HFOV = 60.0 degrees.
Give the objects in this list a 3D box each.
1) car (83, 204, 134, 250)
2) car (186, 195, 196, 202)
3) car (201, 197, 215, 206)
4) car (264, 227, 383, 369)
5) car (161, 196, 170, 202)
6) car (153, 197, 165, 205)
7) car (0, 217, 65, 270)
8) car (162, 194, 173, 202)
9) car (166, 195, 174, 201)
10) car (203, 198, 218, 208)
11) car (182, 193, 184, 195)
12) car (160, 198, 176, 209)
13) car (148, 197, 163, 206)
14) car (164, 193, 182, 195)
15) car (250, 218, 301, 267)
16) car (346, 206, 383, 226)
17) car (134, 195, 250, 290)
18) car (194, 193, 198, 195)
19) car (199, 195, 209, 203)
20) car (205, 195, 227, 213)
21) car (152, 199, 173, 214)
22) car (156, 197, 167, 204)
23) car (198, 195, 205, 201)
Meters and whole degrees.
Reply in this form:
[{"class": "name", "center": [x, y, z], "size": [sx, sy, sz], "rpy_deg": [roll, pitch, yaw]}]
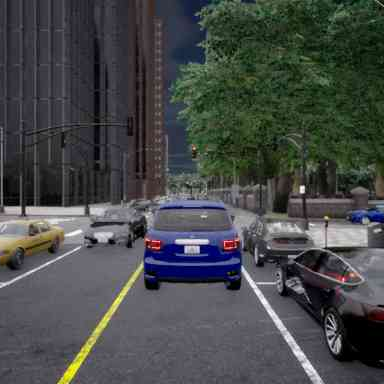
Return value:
[{"class": "car", "center": [-3.165, 1.491, 14.522], "size": [2.128, 1.511, 4.902], "rpy_deg": [0, 0, 2]}, {"class": "car", "center": [-0.217, 1.581, 78.462], "size": [2.128, 1.511, 4.902], "rpy_deg": [0, 0, 0]}, {"class": "car", "center": [2.613, 1.579, 54.261], "size": [2.008, 1.369, 4.403], "rpy_deg": [0, 0, 0]}, {"class": "car", "center": [2.748, 1.566, 5.714], "size": [1.947, 1.339, 4.313], "rpy_deg": [0, 0, 0]}, {"class": "car", "center": [-5.973, 1.635, 76.059], "size": [1.802, 1.307, 4.206], "rpy_deg": [0, 0, 0]}, {"class": "car", "center": [-5.928, 1.616, 59.687], "size": [1.802, 1.307, 4.206], "rpy_deg": [0, 0, 0]}, {"class": "car", "center": [-5.792, 1.525, 11.025], "size": [1.752, 1.417, 4.829], "rpy_deg": [0, 0, 0]}, {"class": "car", "center": [-5.988, 1.374, 81.516], "size": [2.192, 1.841, 5.009], "rpy_deg": [0, 0, 0]}, {"class": "car", "center": [-6.019, 1.620, 92.430], "size": [1.887, 1.381, 4.507], "rpy_deg": [0, 0, 0]}, {"class": "car", "center": [2.628, 1.588, 48.805], "size": [1.947, 1.339, 4.313], "rpy_deg": [0, 0, 0]}, {"class": "car", "center": [-3.214, 1.533, 66.203], "size": [2.128, 1.511, 4.902], "rpy_deg": [0, 0, 0]}, {"class": "car", "center": [-3.225, 1.545, 45.918], "size": [1.812, 1.442, 4.674], "rpy_deg": [0, 0, 0]}, {"class": "car", "center": [-5.913, 1.579, 54.230], "size": [2.008, 1.369, 4.403], "rpy_deg": [0, 0, 0]}, {"class": "car", "center": [-3.238, 1.382, 55.654], "size": [2.097, 1.767, 4.553], "rpy_deg": [0, 0, 0]}, {"class": "car", "center": [2.733, 1.551, 11.227], "size": [2.008, 1.369, 4.403], "rpy_deg": [0, 0, 0]}, {"class": "car", "center": [14.726, 1.805, 26.066], "size": [5.008, 1.535, 1.882], "rpy_deg": [1, 0, 0]}, {"class": "car", "center": [0.048, 1.221, 9.206], "size": [2.150, 2.045, 5.566], "rpy_deg": [0, 0, 1]}, {"class": "car", "center": [-0.086, 1.547, 66.293], "size": [1.837, 1.490, 4.892], "rpy_deg": [0, 0, 0]}, {"class": "car", "center": [2.567, 1.487, 70.631], "size": [1.967, 1.590, 4.097], "rpy_deg": [0, 0, 0]}, {"class": "car", "center": [2.658, 1.326, 37.893], "size": [2.192, 1.841, 5.009], "rpy_deg": [0, 0, 0]}, {"class": "car", "center": [-3.240, 1.535, 36.768], "size": [1.812, 1.442, 4.674], "rpy_deg": [0, 0, 1]}, {"class": "car", "center": [-5.943, 1.622, 65.144], "size": [1.802, 1.307, 4.206], "rpy_deg": [0, 0, 0]}, {"class": "car", "center": [2.521, 1.592, 87.170], "size": [1.752, 1.417, 4.829], "rpy_deg": [0, 0, 0]}]
